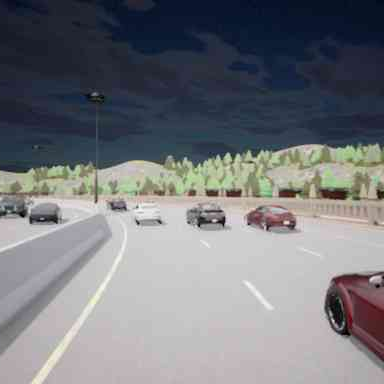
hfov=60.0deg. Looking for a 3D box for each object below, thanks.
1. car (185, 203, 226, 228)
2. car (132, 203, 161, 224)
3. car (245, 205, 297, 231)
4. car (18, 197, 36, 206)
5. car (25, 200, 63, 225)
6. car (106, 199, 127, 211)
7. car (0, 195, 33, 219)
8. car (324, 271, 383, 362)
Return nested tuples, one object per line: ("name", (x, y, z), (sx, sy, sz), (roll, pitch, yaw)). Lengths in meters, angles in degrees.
("car", (0.820, 1.516, 22.243), (2.128, 1.511, 4.902), (0, 0, -13))
("car", (-3.465, 1.573, 25.086), (1.812, 1.442, 4.674), (0, 0, -14))
("car", (4.774, 1.531, 20.557), (1.812, 1.442, 4.674), (0, 0, -11))
("car", (-30.133, 1.722, 60.689), (1.812, 1.442, 4.674), (0, 0, -40))
("car", (-10.941, 1.558, 25.121), (1.882, 1.535, 5.008), (0, 0, -17))
("car", (-9.499, 1.586, 41.612), (2.128, 1.511, 4.902), (0, 0, -25))
("car", (-16.501, 1.334, 30.865), (2.150, 2.045, 5.566), (0, 0, -21))
("car", (3.311, 1.555, 4.069), (1.994, 1.385, 4.181), (0, 0, -2))
